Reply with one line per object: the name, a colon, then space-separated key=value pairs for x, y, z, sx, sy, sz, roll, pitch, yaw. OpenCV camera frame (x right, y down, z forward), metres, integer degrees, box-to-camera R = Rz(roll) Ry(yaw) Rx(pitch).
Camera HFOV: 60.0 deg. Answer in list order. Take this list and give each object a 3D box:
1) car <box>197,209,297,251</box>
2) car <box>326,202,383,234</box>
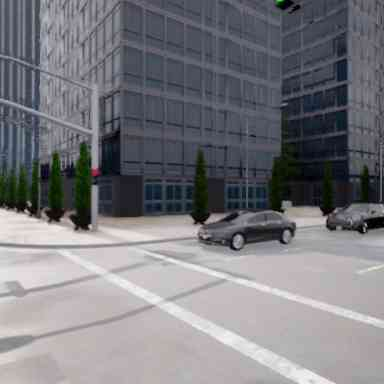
car: x=2.481 y=1.529 z=14.385 sx=4.892 sy=1.490 sz=1.837 roll=0 pitch=0 yaw=-35
car: x=9.969 y=1.405 z=19.717 sx=4.553 sy=1.767 sz=2.097 roll=0 pitch=0 yaw=-35
